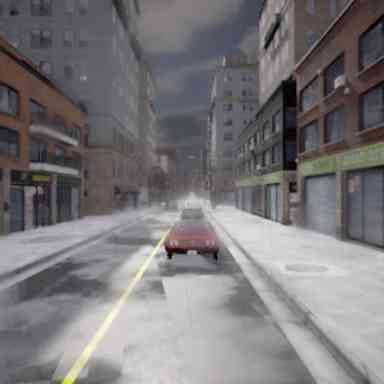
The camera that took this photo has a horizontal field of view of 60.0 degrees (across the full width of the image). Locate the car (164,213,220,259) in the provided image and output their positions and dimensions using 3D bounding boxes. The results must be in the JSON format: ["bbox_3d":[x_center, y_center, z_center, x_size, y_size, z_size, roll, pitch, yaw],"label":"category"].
[{"bbox_3d":[0.027,1.737,13.230,1.895,1.301,4.718,0,-1,0],"label":"car"}]

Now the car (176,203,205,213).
[{"bbox_3d":[0.045,1.780,28.487,2.128,1.511,4.902,0,0,0],"label":"car"}]

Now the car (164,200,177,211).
[{"bbox_3d":[-2.969,1.984,48.543,1.837,1.490,4.892,0,-1,0],"label":"car"}]
